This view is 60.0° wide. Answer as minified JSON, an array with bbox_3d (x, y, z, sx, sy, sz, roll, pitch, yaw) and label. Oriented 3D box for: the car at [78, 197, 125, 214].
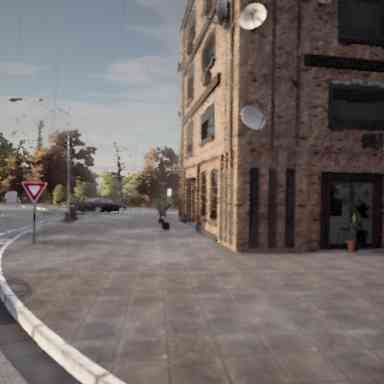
[{"bbox_3d":[-8.638,1.307,32.191,1.882,1.535,5.008,1,-2,33],"label":"car"}]
